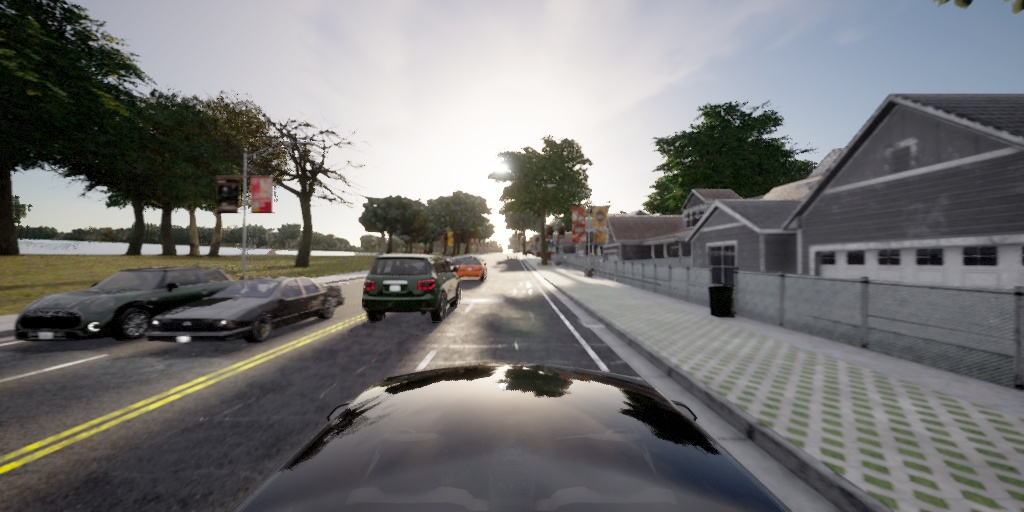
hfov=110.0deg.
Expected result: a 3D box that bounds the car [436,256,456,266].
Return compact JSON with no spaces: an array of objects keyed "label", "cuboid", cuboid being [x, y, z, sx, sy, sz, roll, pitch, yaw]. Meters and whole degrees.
[{"label":"car","cuboid":[-9.789,0.715,53.456,2.033,1.411,5.357,0,1,1]}]

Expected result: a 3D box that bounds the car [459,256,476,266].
[{"label":"car","cuboid":[-6.542,0.773,53.271,1.895,1.301,4.718,0,1,0]}]

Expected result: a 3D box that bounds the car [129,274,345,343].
[{"label":"car","cuboid":[-6.597,1.278,9.863,2.033,1.411,5.357,0,0,0]}]

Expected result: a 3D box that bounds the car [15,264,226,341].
[{"label":"car","cuboid":[-9.846,1.083,9.815,2.097,1.767,4.553,0,0,0]}]

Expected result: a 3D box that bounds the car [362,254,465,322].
[{"label":"car","cuboid":[-3.156,0.944,12.304,2.150,2.045,5.566,0,0,0]}]

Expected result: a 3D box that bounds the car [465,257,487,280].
[{"label":"car","cuboid":[-3.142,0.950,28.768,2.097,1.767,4.553,0,1,0]}]
